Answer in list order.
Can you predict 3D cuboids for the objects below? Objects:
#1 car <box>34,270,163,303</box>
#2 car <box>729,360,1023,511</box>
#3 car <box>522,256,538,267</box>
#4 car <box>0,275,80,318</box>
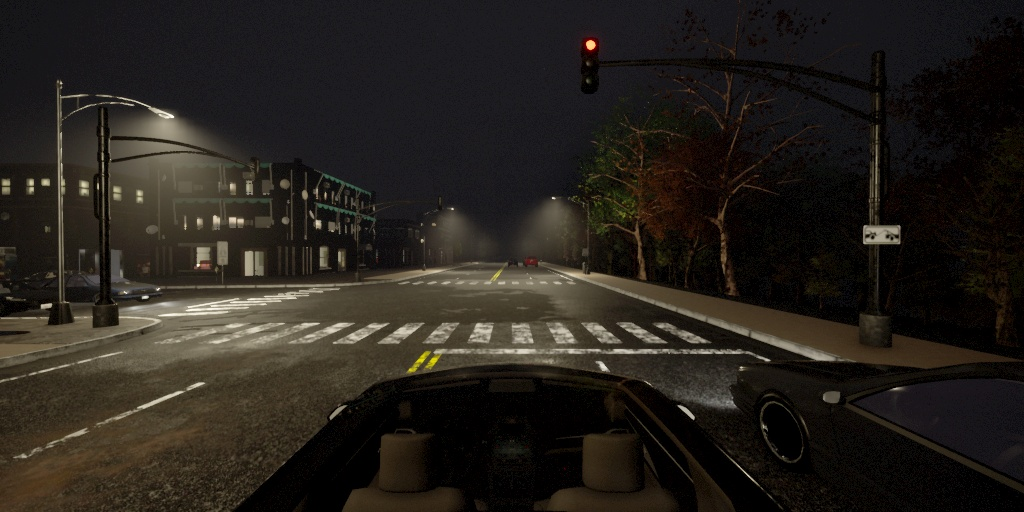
[{"bbox_3d":[-19.282,1.511,16.413,5.357,1.411,2.033,-1,1,3],"label":"car"},{"bbox_3d":[3.326,1.297,1.696,2.033,1.411,5.357,0,0,3],"label":"car"},{"bbox_3d":[3.440,0.948,63.902,2.150,2.045,5.566,0,0,0],"label":"car"},{"bbox_3d":[-19.931,1.565,13.688,4.313,1.339,1.948,0,0,0],"label":"car"}]
